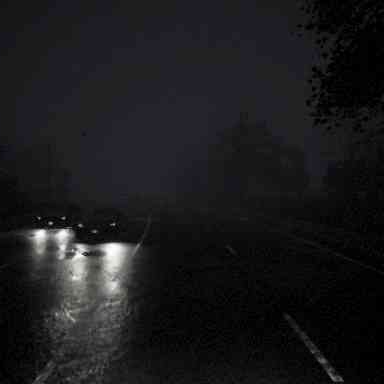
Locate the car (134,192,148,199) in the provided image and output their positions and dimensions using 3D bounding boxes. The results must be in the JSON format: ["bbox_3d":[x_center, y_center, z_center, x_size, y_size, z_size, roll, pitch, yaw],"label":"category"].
[{"bbox_3d":[-10.940,0.687,71.047,1.812,1.442,4.674,0,1,-26],"label":"car"}]

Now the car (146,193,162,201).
[{"bbox_3d":[-6.936,0.928,61.548,1.812,1.442,4.674,0,1,-22],"label":"car"}]

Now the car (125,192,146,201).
[{"bbox_3d":[-10.426,0.967,60.843,1.994,1.385,4.181,0,1,-22],"label":"car"}]

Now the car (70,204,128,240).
[{"bbox_3d":[-4.245,1.370,16.300,1.812,1.442,4.674,0,1,-4],"label":"car"}]

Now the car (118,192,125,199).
[{"bbox_3d":[-14.261,0.660,69.877,1.882,1.535,5.008,0,1,-26],"label":"car"}]

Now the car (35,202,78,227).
[{"bbox_3d":[-8.153,1.342,21.262,2.033,1.411,5.357,0,1,-5],"label":"car"}]
